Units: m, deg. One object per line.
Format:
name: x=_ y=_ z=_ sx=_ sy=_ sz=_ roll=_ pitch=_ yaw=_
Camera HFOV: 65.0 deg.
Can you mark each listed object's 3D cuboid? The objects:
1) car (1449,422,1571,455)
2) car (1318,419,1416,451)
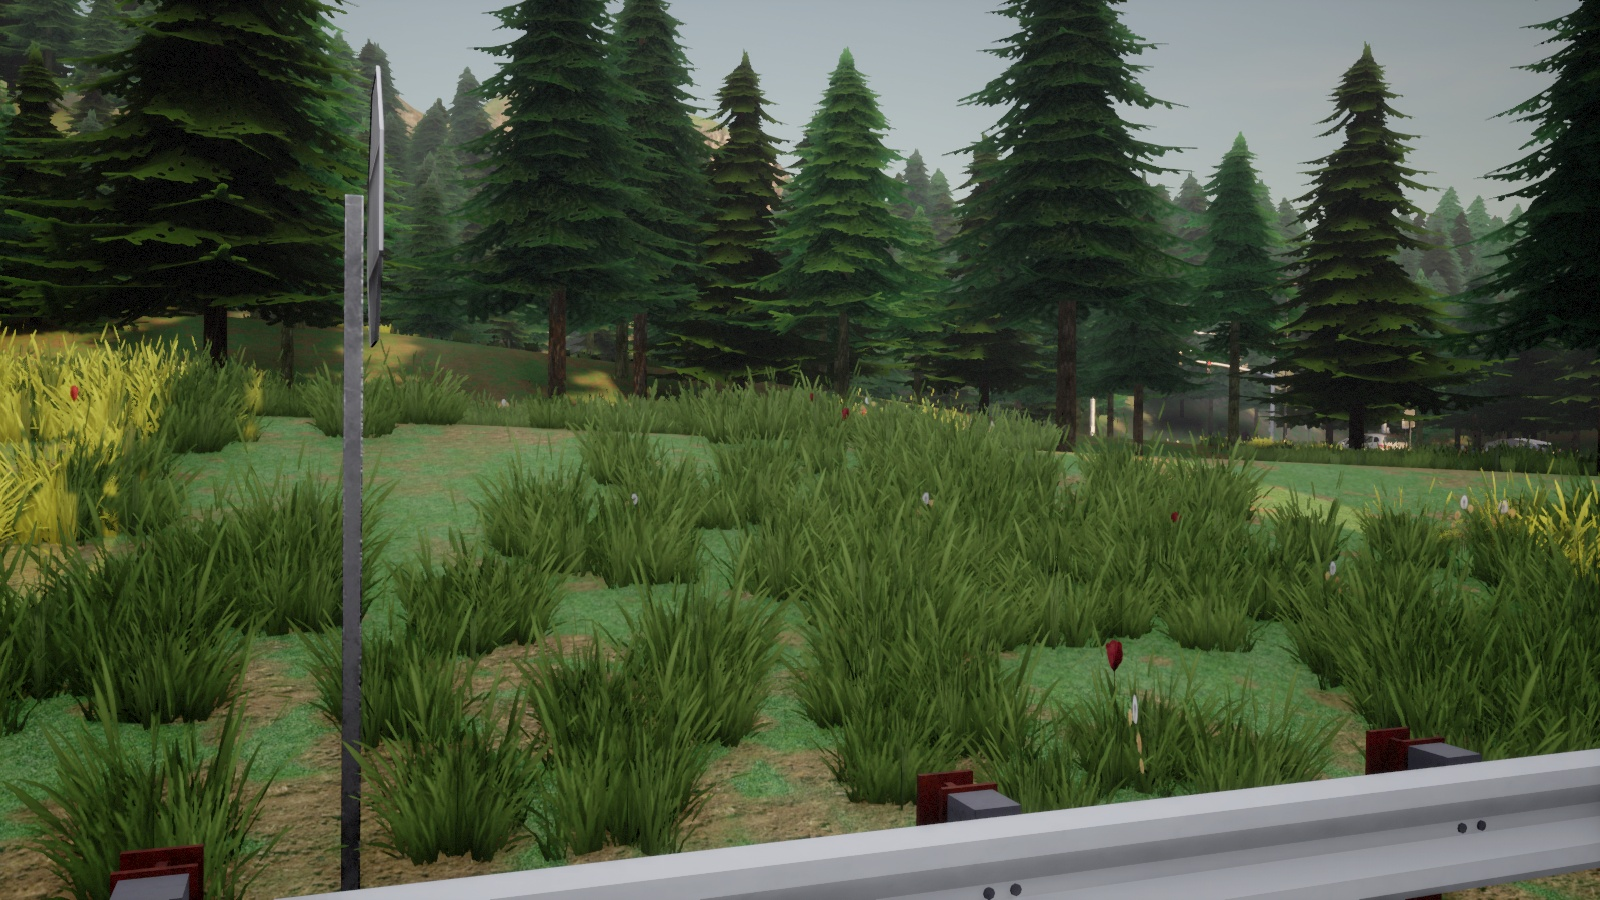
car: x=33.581 y=-0.560 z=59.543 sx=2.163 sy=1.488 sz=4.792 roll=-1 pitch=1 yaw=-20
car: x=30.583 y=-0.820 z=67.926 sx=2.242 sy=1.667 sz=4.611 roll=-1 pitch=1 yaw=-20
